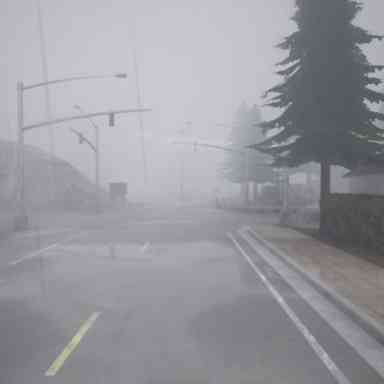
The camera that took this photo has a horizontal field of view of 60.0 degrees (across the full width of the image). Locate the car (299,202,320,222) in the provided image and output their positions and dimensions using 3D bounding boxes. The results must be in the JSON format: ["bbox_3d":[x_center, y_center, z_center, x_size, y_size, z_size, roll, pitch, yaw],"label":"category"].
[{"bbox_3d":[10.021,1.335,23.460,4.674,1.442,1.812,0,1,2],"label":"car"}]
